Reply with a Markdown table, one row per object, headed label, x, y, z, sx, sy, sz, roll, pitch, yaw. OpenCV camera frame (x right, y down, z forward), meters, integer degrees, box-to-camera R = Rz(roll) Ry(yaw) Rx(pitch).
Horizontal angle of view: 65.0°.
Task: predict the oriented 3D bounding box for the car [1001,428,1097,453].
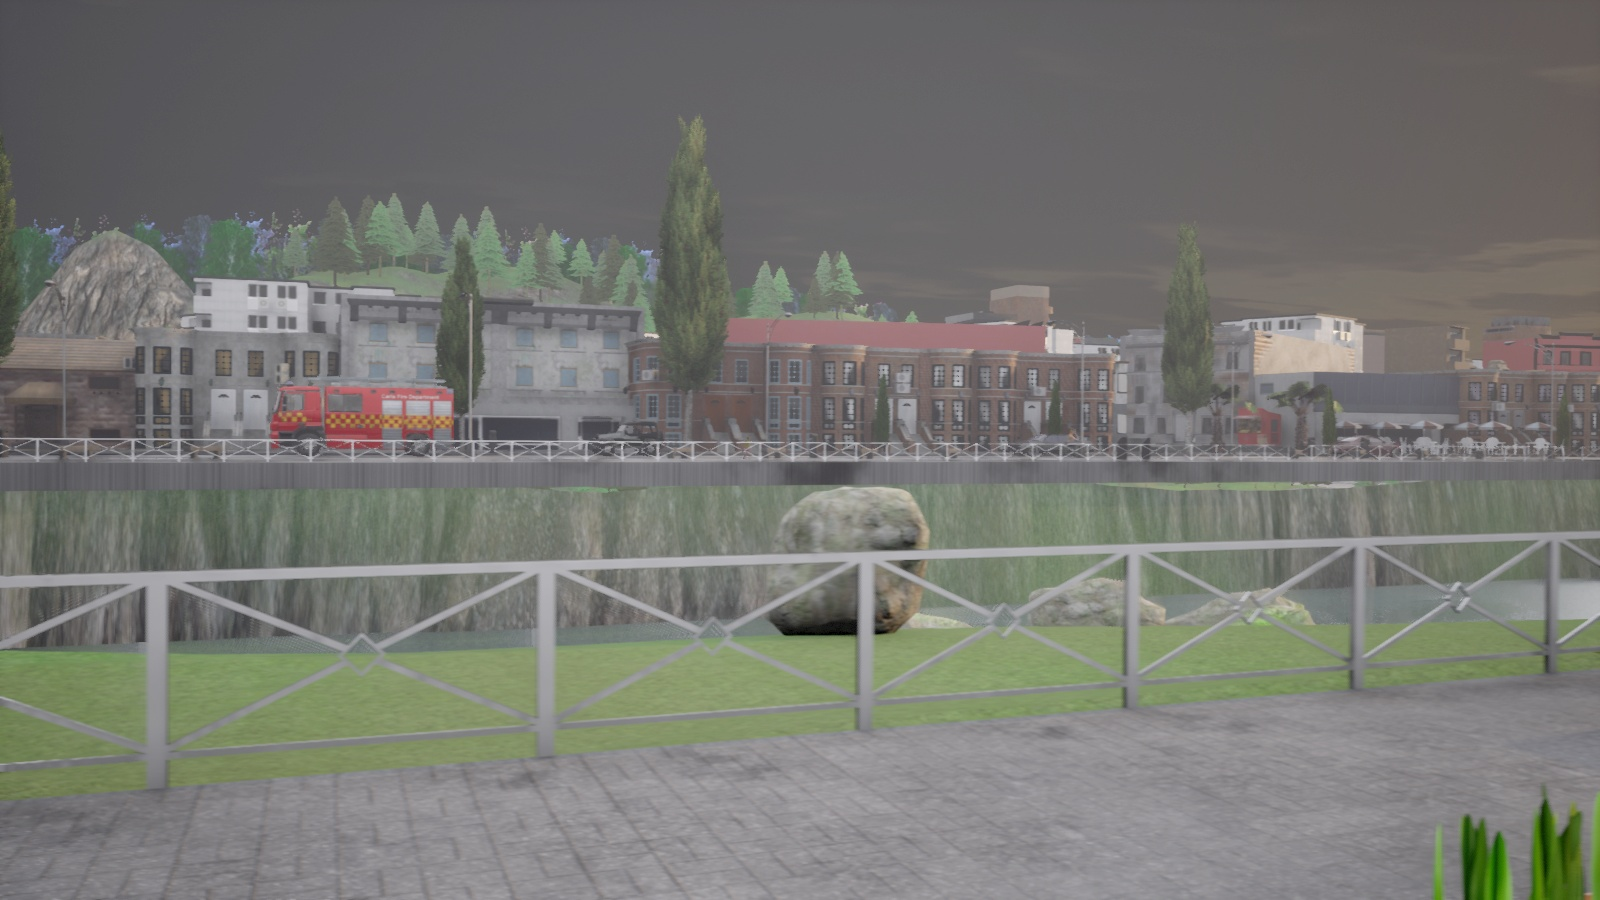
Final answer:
| label | x | y | z | sx | sy | sz | roll | pitch | yaw |
| --- | --- | --- | --- | --- | --- | --- | --- | --- | --- |
| car | 14.961 | -0.608 | 75.342 | 5.357 | 1.411 | 2.033 | -1 | 1 | -21 |

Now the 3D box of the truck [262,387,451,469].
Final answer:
| label | x | y | z | sx | sy | sz | roll | pitch | yaw |
| --- | --- | --- | --- | --- | --- | --- | --- | --- | --- |
| truck | -21.634 | -1.136 | 61.485 | 8.468 | 3.827 | 2.891 | -1 | 1 | -21 |

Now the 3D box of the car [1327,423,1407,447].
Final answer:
| label | x | y | z | sx | sy | sz | roll | pitch | yaw |
| --- | --- | --- | --- | --- | --- | --- | --- | --- | --- |
| car | 35.601 | -0.944 | 78.874 | 4.674 | 1.442 | 1.812 | -1 | 1 | -21 |

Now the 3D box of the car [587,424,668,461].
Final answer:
| label | x | y | z | sx | sy | sz | roll | pitch | yaw |
| --- | --- | --- | --- | --- | --- | --- | --- | --- | --- |
| car | -9.123 | -0.410 | 66.228 | 3.866 | 1.878 | 1.905 | -1 | 1 | -21 |
